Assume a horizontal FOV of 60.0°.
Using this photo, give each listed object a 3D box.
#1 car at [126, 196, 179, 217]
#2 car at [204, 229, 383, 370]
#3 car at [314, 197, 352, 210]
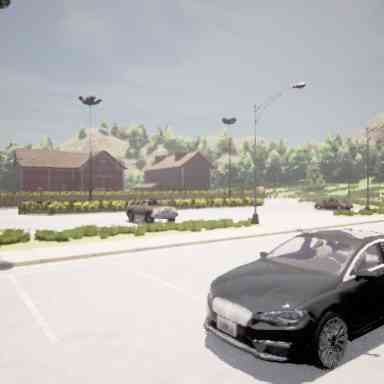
[{"bbox_3d":[-2.873,1.232,23.182,1.932,1.855,4.605,0,0,-35],"label":"car"},{"bbox_3d":[2.443,1.455,5.724,4.902,1.511,2.128,0,0,-35],"label":"car"},{"bbox_3d":[15.398,1.283,36.282,1.784,1.438,3.905,0,0,-35],"label":"car"}]
